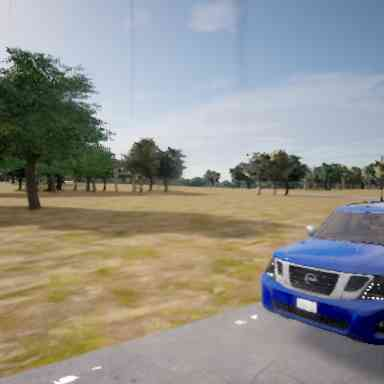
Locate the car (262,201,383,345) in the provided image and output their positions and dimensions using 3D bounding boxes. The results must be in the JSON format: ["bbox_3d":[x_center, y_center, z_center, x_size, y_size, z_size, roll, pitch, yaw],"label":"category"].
[{"bbox_3d":[3.746,1.232,6.395,5.566,2.045,2.150,0,0,-39],"label":"car"}]
